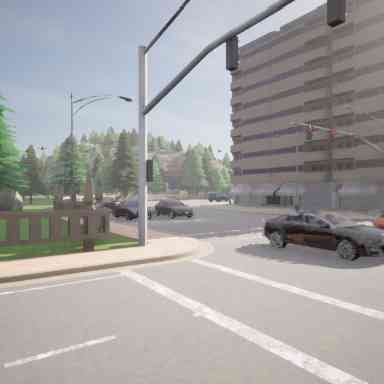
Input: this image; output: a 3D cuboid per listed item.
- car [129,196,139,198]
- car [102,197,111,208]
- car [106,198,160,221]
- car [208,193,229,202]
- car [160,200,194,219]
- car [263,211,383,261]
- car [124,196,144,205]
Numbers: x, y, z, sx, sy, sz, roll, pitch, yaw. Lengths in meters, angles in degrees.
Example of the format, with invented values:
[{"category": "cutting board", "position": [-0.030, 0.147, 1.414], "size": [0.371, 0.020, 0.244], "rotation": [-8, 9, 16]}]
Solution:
[{"category": "car", "position": [-7.954, 1.422, 45.430], "size": [1.882, 1.535, 5.008], "rotation": [0, 0, -6]}, {"category": "car", "position": [-11.185, 1.422, 43.534], "size": [1.882, 1.535, 5.008], "rotation": [0, 0, -8]}, {"category": "car", "position": [-4.873, 1.492, 26.805], "size": [2.033, 1.411, 5.357], "rotation": [0, 0, -32]}, {"category": "car", "position": [5.712, 1.170, 71.210], "size": [2.150, 2.045, 5.566], "rotation": [0, 0, 40]}, {"category": "car", "position": [-1.652, 1.449, 28.450], "size": [1.837, 1.490, 4.892], "rotation": [0, 0, -31]}, {"category": "car", "position": [4.881, 1.481, 12.468], "size": [2.128, 1.511, 4.902], "rotation": [0, 0, -35]}, {"category": "car", "position": [-10.640, 1.498, 61.271], "size": [1.812, 1.442, 4.674], "rotation": [0, 0, 14]}]
